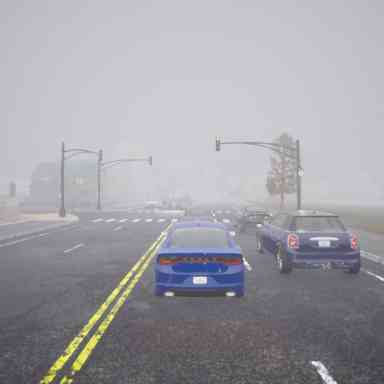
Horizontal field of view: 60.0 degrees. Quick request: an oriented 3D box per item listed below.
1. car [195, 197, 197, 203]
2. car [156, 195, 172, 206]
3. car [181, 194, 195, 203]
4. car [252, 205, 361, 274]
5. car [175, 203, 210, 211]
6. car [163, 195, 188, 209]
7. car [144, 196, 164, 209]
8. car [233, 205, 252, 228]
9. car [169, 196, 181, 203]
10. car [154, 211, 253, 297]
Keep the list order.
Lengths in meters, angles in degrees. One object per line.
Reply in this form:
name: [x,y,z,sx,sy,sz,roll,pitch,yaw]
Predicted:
car: [0.085,1.750,76.855,1.895,1.301,4.718,0,0,5]
car: [-4.713,1.454,57.104,2.097,1.767,4.553,0,-1,4]
car: [-1.167,1.328,61.380,2.150,2.045,5.566,0,0,4]
car: [3.448,1.358,10.721,2.097,1.767,4.553,0,0,1]
car: [0.322,1.563,18.441,2.033,1.411,5.357,0,0,1]
car: [-2.159,1.558,45.079,2.128,1.511,4.902,0,0,3]
car: [-5.331,1.599,46.888,1.812,1.442,4.674,0,0,3]
car: [3.613,1.520,19.873,1.837,1.490,4.892,0,0,1]
car: [-3.606,1.685,71.669,2.033,1.411,5.357,0,0,4]
car: [0.167,1.483,8.628,1.882,1.535,5.008,0,0,0]
